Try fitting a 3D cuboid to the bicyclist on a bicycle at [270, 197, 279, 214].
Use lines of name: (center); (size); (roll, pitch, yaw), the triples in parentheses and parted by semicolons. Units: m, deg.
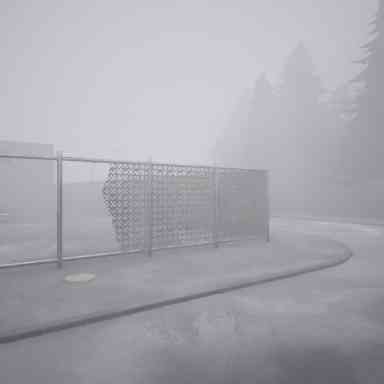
bicyclist on a bicycle: (7.887, 1.349, 32.412); (1.656, 1.620, 0.582); (0, 0, -35)
